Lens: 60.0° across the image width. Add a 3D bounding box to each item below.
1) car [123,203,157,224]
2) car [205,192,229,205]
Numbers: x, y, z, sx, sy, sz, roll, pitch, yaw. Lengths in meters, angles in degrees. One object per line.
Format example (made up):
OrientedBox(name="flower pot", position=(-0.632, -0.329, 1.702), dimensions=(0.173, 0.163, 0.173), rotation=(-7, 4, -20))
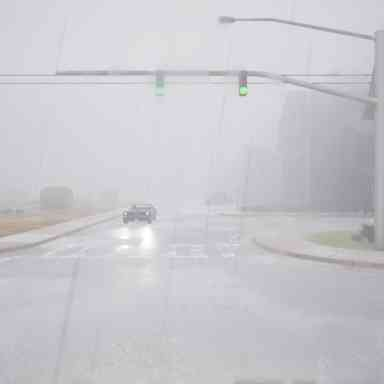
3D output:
OrientedBox(name="car", position=(-3.686, 1.516, 24.115), dimensions=(1.895, 1.301, 4.718), rotation=(0, 0, 0))
OrientedBox(name="car", position=(3.930, 0.978, 52.732), dimensions=(1.905, 1.878, 3.866), rotation=(-8, 4, -42))
